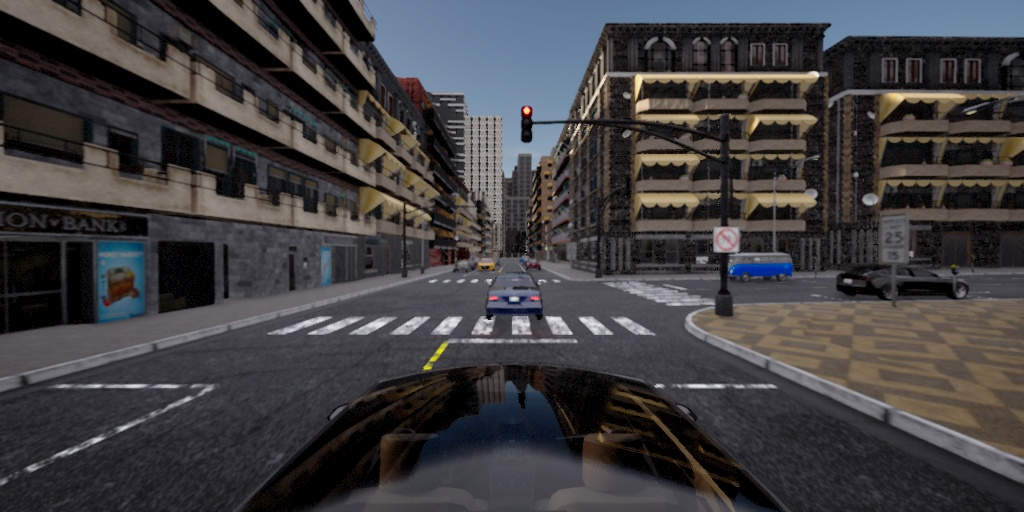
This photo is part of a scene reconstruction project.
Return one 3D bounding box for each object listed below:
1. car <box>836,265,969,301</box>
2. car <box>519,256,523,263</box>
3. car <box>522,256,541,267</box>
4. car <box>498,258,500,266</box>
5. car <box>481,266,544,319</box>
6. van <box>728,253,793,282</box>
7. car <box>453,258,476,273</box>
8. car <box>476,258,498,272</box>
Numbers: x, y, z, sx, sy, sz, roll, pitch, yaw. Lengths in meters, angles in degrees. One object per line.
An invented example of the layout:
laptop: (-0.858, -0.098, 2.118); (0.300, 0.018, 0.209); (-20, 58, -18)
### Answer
car: (15.779, 1.028, 14.667); (4.313, 1.339, 1.948); (0, 0, -1)
car: (2.719, 1.091, 63.042); (2.007, 1.370, 4.403); (0, 0, 0)
car: (2.710, 1.031, 46.459); (1.967, 1.591, 4.097); (0, 0, 0)
car: (-3.009, 1.035, 62.148); (2.128, 1.511, 4.902); (0, 0, 1)
car: (0.077, 1.255, 12.650); (2.033, 1.411, 5.357); (0, 0, 0)
van: (15.665, 0.702, 23.046); (3.998, 1.789, 1.690); (0, 0, -1)
car: (-5.672, 1.160, 40.941); (2.007, 1.370, 4.403); (0, 0, 0)
car: (-3.073, 1.078, 43.626); (1.882, 1.535, 5.008); (0, 0, 0)
